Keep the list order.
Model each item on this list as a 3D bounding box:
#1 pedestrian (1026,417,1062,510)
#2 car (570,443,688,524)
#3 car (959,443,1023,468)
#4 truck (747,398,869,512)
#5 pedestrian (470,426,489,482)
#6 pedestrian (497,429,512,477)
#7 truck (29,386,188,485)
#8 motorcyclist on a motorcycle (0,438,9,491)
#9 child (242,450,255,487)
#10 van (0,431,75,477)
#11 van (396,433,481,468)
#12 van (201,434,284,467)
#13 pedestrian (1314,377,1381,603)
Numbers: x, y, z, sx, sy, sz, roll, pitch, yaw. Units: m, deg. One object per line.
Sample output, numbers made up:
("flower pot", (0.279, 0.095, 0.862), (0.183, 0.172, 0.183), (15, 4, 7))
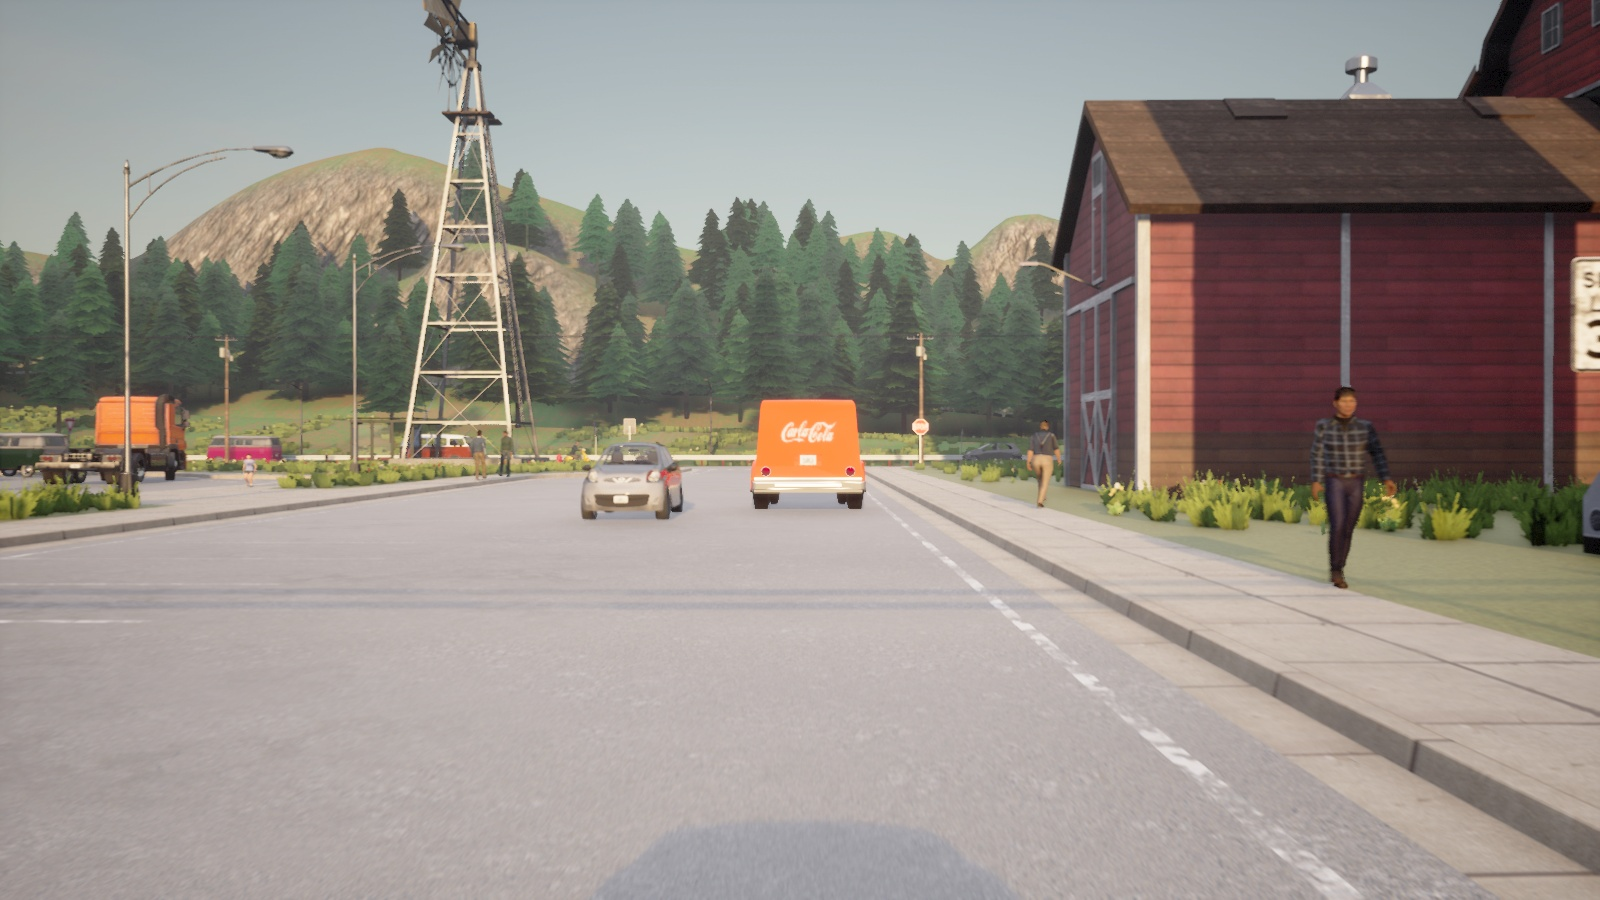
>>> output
("pedestrian", (4.946, 0.262, 25.461), (0.540, 1.848, 0.694), (0, 0, 26))
("car", (-3.336, 0.616, 25.112), (1.845, 1.501, 3.633), (0, 0, 0))
("car", (11.717, 0.335, 77.222), (3.633, 1.501, 1.845), (0, 0, 1))
("truck", (0.192, 0.092, 29.714), (2.627, 2.467, 5.204), (0, 0, 0))
("pedestrian", (-11.374, 0.141, 44.556), (0.423, 1.949, 0.788), (0, 0, 5))
("pedestrian", (-11.351, 0.120, 48.292), (0.353, 1.847, 0.614), (0, 0, 11))
("truck", (-26.144, -0.527, 47.960), (2.891, 3.462, 7.936), (0, 0, -10))
("motorcyclist on a motorcycle", (-25.641, 0.457, 38.915), (0.766, 1.649, 2.350), (0, 0, 1))
("child", (-16.761, 0.553, 38.168), (0.255, 1.110, 0.394), (0, 0, -7))
("van", (-34.553, 0.159, 55.438), (4.442, 1.987, 1.775), (0, 0, 15))
("van", (-21.415, 0.033, 74.501), (4.480, 2.038, 2.069), (0, 0, 1))
("van", (-34.739, 0.031, 78.316), (4.442, 1.987, 1.775), (0, 0, 1))
("pedestrian", (4.907, 0.342, 11.281), (0.423, 1.949, 0.788), (0, 0, 14))
